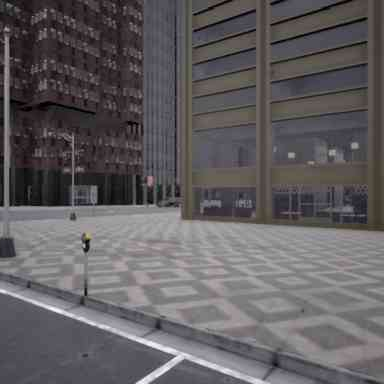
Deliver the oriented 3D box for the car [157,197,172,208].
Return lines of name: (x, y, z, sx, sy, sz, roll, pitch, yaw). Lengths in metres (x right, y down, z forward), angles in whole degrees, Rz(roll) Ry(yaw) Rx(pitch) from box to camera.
car: (-4.230, 2.062, 62.876, 2.150, 2.045, 5.566, 0, -1, 35)

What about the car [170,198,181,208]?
car: (-1.558, 2.339, 61.025, 1.994, 1.385, 4.181, 0, -1, 35)
